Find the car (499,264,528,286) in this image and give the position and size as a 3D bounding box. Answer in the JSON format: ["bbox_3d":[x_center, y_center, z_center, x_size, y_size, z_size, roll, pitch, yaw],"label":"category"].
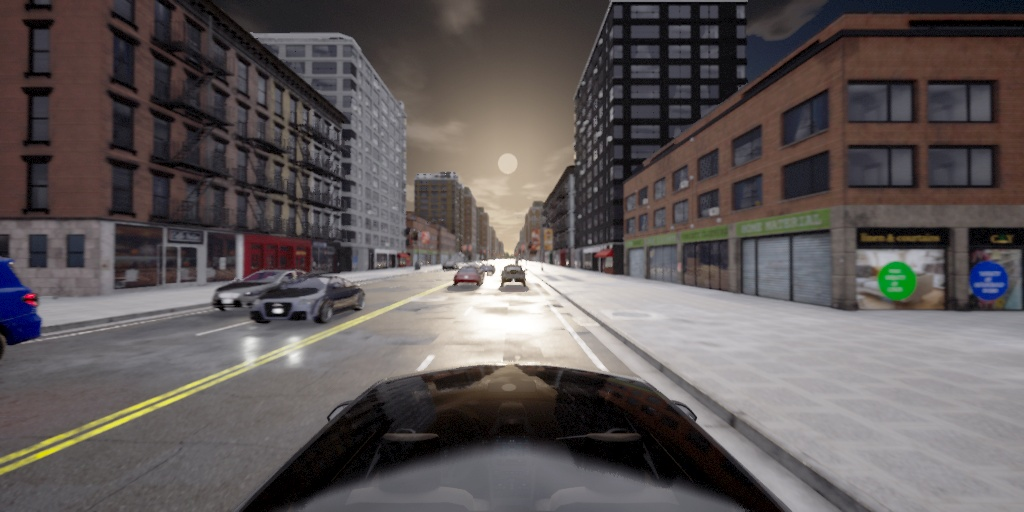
[{"bbox_3d":[0.098,1.394,26.918,1.837,1.490,4.892,0,0,0],"label":"car"}]

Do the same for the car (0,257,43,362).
[{"bbox_3d":[-9.852,0.984,4.287,2.150,2.045,5.566,0,0,0],"label":"car"}]

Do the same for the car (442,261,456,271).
[{"bbox_3d":[-9.811,1.528,56.857,1.882,1.535,5.008,0,0,0],"label":"car"}]

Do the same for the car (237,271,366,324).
[{"bbox_3d":[-6.590,1.370,12.100,1.994,1.385,4.181,0,0,0],"label":"car"}]

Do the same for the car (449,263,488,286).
[{"bbox_3d":[-3.206,1.453,27.281,1.994,1.385,4.181,0,0,1],"label":"car"}]

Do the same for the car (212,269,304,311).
[{"bbox_3d":[-9.839,1.312,14.867,2.128,1.511,4.902,0,0,0],"label":"car"}]

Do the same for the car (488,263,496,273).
[{"bbox_3d":[-3.166,1.561,46.899,1.994,1.385,4.181,0,0,0],"label":"car"}]
